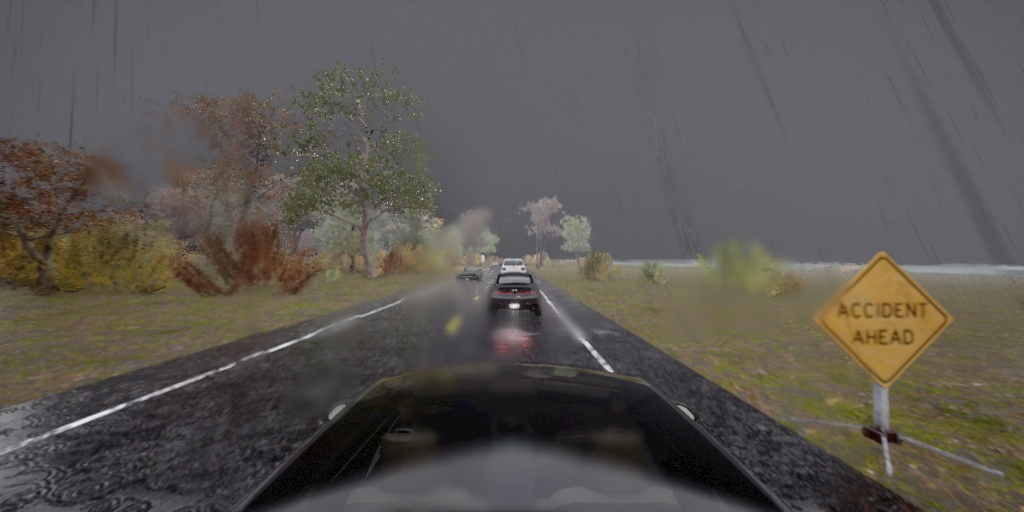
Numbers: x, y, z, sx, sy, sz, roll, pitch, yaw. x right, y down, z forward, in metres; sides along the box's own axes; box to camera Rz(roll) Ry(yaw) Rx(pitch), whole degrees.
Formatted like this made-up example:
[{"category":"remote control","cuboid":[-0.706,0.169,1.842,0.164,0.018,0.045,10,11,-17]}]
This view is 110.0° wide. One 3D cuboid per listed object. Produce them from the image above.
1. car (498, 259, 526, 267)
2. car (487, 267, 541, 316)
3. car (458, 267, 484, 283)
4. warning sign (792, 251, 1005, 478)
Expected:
[{"category":"car","cuboid":[0.116,1.273,32.217,2.150,2.045,5.566,0,-1,0]},{"category":"car","cuboid":[0.099,1.380,14.101,1.837,1.490,4.892,0,0,0]},{"category":"car","cuboid":[-3.582,1.645,31.519,1.895,1.301,4.718,0,-1,0]},{"category":"warning sign","cuboid":[3.550,0.883,3.442,1.300,1.860,1.060,0,0,0]}]
